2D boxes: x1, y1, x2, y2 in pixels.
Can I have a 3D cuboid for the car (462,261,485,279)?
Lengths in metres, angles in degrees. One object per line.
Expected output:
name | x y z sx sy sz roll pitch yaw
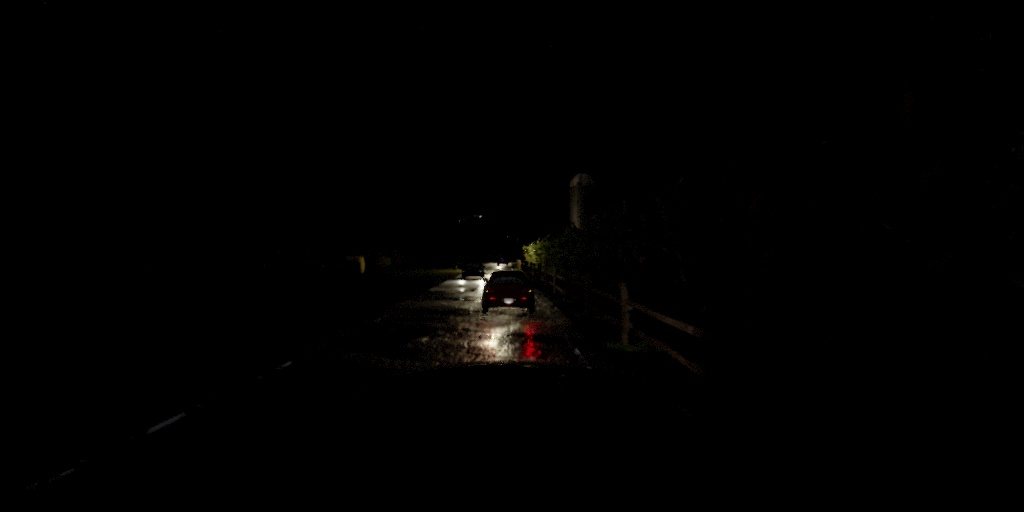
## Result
car | -3.438 1.230 32.603 1.882 1.535 5.008 0 0 -2

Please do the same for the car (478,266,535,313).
car | -0.155 1.276 13.866 1.812 1.442 4.674 0 0 -1
